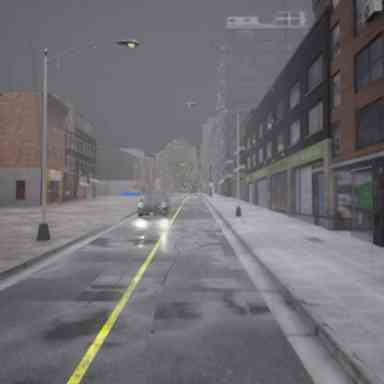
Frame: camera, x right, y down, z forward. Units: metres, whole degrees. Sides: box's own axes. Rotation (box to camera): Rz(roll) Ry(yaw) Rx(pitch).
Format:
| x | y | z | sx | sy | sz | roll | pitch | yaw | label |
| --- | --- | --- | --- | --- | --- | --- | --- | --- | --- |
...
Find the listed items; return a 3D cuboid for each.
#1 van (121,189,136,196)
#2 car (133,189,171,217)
| x | y | z | sx | sy | sz | roll | pitch | yaw | label |
| --- | --- | --- | --- | --- | --- | --- | --- | --- | --- |
| -12.492 | 0.198 | 68.589 | 3.998 | 1.788 | 1.690 | 0 | -1 | 0 | van |
| -2.694 | 0.841 | 24.552 | 2.097 | 1.767 | 4.553 | 0 | 1 | 0 | car |
